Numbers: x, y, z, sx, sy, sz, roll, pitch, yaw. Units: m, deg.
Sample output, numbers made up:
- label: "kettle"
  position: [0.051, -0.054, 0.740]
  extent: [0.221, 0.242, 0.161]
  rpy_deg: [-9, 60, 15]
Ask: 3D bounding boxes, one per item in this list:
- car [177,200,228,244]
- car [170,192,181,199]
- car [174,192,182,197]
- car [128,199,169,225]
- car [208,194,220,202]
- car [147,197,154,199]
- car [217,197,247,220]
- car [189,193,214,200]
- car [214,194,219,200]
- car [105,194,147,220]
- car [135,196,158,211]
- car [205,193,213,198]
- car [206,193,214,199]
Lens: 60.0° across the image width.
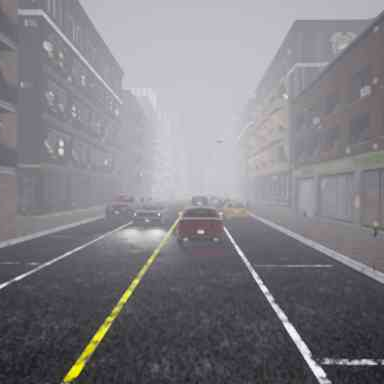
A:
- label: "car"
  position: [0.390, 1.359, 15.123]
  extent: [1.882, 1.535, 5.008]
  rpy_deg: [0, 0, 1]
- label: "car"
  position: [-4.153, 0.920, 76.445]
  extent: [2.008, 1.369, 4.403]
  rpy_deg: [0, 0, 1]
- label: "car"
  position: [-3.809, 0.778, 93.350]
  extent: [1.887, 1.381, 4.507]
  rpy_deg: [0, 0, 1]
- label: "car"
  position: [-2.659, 1.412, 22.262]
  extent: [1.895, 1.301, 4.718]
  rpy_deg: [0, 0, 1]
- label: "car"
  position: [3.881, 1.093, 59.366]
  extent: [2.008, 1.369, 4.403]
  rpy_deg: [0, 0, 1]
- label: "car"
  position: [-5.070, 1.169, 31.365]
  extent: [1.967, 1.590, 4.097]
  rpy_deg: [0, 0, 1]
- label: "car"
  position: [3.197, 1.334, 25.727]
  extent: [1.752, 1.417, 4.829]
  rpy_deg: [0, 0, 1]
- label: "car"
  position: [0.734, 1.100, 32.066]
  extent: [2.097, 1.767, 4.553]
  rpy_deg: [0, 0, 1]
- label: "car"
  position: [3.423, 1.266, 36.827]
  extent: [1.887, 1.381, 4.507]
  rpy_deg: [0, 0, 1]
- label: "car"
  position: [-5.183, 1.088, 25.729]
  extent: [2.192, 1.841, 5.009]
  rpy_deg: [0, 0, 1]
- label: "car"
  position: [-4.956, 1.229, 37.002]
  extent: [1.887, 1.381, 4.507]
  rpy_deg: [0, 0, 1]
- label: "car"
  position: [4.455, 0.881, 87.541]
  extent: [1.947, 1.339, 4.313]
  rpy_deg: [0, 0, 1]
- label: "car"
  position: [4.344, 0.885, 82.075]
  extent: [1.752, 1.417, 4.829]
  rpy_deg: [0, 0, 1]
